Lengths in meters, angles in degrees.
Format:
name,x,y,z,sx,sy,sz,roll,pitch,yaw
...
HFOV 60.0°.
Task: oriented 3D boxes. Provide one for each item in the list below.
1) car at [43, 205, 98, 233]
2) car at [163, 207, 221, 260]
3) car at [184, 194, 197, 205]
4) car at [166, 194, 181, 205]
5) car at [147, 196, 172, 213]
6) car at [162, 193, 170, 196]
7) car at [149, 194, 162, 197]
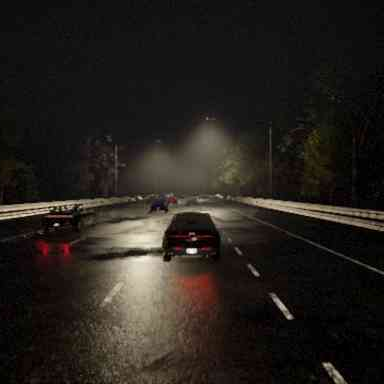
name,x,y,z,sx,sy,sz,roll,pitch,yaw
car,-7.000,1.483,19.597,2.128,1.511,4.902,0,0,0
car,-0.005,1.493,12.268,1.837,1.490,4.892,0,0,0
car,0.005,1.536,59.942,2.033,1.411,5.357,0,0,0
car,-3.496,1.519,60.033,1.812,1.442,4.674,0,0,0
car,-3.499,1.515,36.636,1.812,1.442,4.674,0,0,0
car,-6.992,1.357,77.731,2.097,1.767,4.553,0,0,0
car,-6.996,1.503,60.087,1.837,1.490,4.892,0,0,0
